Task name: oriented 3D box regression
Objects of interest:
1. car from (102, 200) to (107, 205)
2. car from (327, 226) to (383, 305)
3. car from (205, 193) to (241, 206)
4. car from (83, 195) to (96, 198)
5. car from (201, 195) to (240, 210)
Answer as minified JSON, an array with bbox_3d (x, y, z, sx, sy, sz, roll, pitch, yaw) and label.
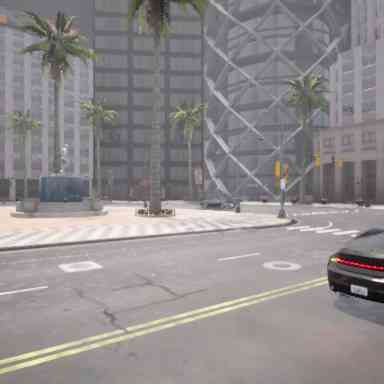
[{"bbox_3d":[-16.444,1.524,55.131,4.674,1.442,1.812,0,0,4],"label":"car"},{"bbox_3d":[4.956,1.504,7.331,4.892,1.490,1.837,0,0,-35],"label":"car"},{"bbox_3d":[4.065,1.218,46.443,5.566,2.045,2.150,0,0,41],"label":"car"},{"bbox_3d":[-17.761,1.221,51.758,5.566,2.045,2.150,0,0,2],"label":"car"},{"bbox_3d":[3.210,1.489,42.241,2.128,1.511,4.902,0,0,-44],"label":"car"}]
